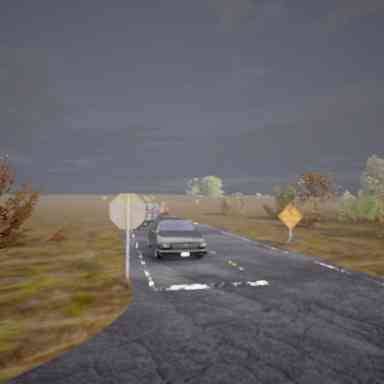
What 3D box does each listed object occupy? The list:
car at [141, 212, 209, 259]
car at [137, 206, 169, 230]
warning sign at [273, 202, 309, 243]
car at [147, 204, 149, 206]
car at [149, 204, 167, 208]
[{"bbox_3d":[-0.797,1.799,14.045,2.033,1.411,5.357,1,-1,-13],"label":"car"},{"bbox_3d":[-3.129,2.000,24.536,1.994,1.385,4.181,1,-1,-13],"label":"car"},{"bbox_3d":[4.694,1.436,15.866,1.300,1.860,1.060,1,-1,-13],"label":"warning sign"},{"bbox_3d":[-6.365,2.567,53.348,1.895,1.301,4.718,1,-1,-13],"label":"car"},{"bbox_3d":[-4.153,2.358,43.614,1.994,1.385,4.181,1,-1,-12],"label":"car"}]
